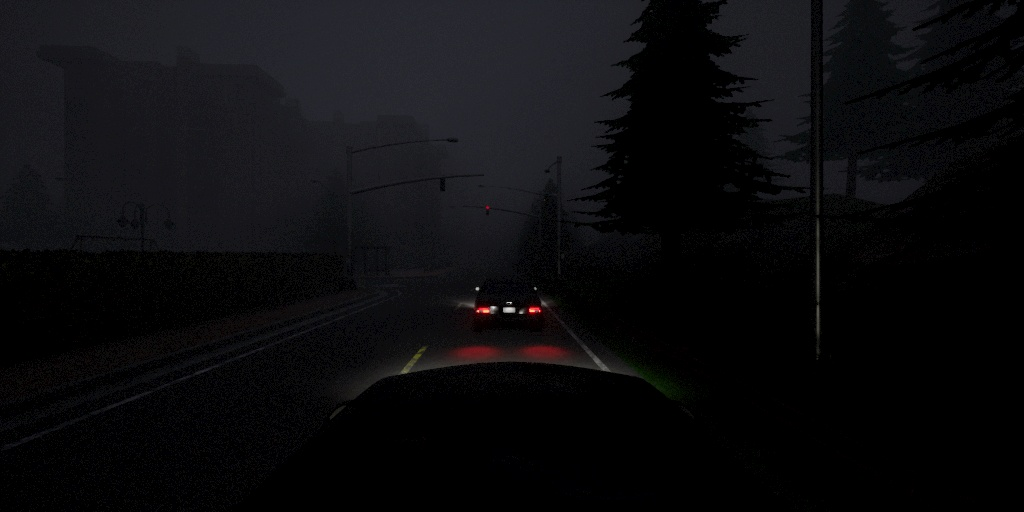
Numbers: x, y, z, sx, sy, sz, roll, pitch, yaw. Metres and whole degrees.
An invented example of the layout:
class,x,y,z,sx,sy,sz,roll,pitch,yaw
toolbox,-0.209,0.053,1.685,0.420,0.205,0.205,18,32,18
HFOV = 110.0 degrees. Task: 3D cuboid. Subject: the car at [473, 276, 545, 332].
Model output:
class,x,y,z,sx,sy,sz,roll,pitch,yaw
car,-0.155,1.297,10.797,2.033,1.411,5.357,0,0,-2
